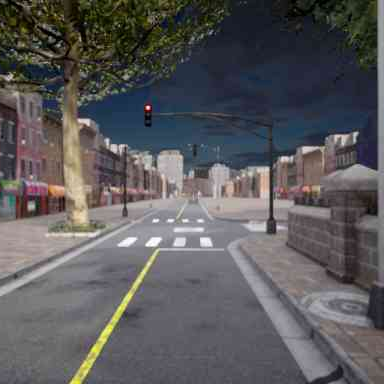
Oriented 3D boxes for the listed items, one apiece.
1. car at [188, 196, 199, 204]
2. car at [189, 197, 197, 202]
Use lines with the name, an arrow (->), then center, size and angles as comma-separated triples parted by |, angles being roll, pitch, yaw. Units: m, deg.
car -> 0.274, 1.617, 66.709 | 2.128, 1.511, 4.902 | 0, 0, 0
car -> 0.228, 1.845, 86.846 | 1.895, 1.301, 4.718 | 0, 0, 0
